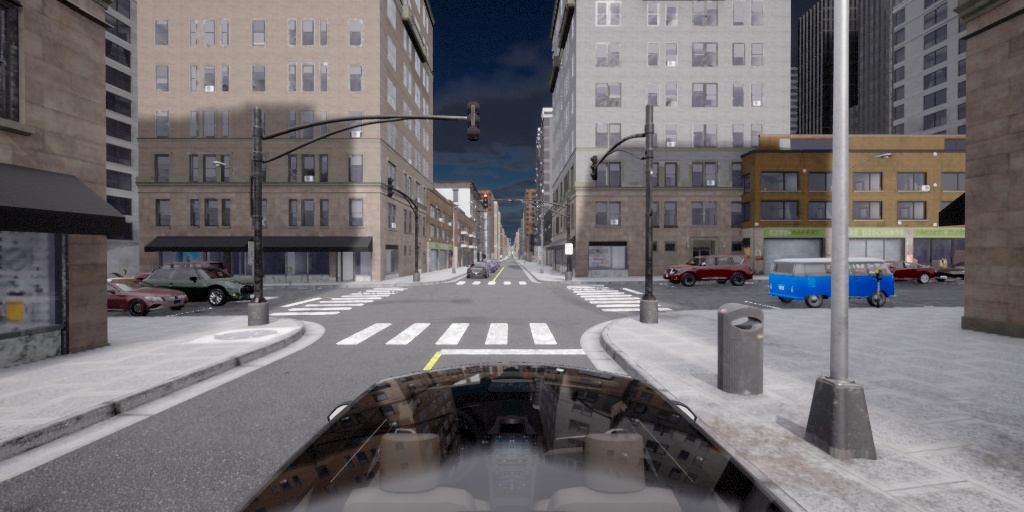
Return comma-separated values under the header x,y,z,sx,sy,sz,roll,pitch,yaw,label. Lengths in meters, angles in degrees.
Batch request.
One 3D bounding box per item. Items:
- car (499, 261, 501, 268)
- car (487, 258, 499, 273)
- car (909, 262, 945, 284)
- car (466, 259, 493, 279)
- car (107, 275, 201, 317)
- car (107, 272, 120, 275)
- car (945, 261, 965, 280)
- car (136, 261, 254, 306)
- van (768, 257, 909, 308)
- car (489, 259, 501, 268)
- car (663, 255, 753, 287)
x,y,z,sx,sy,sz,roll,pitch,yaw,label
-3.056,1.282,53.607,1.837,1.490,4.892,0,0,0,car
-3.064,1.116,43.459,2.097,1.767,4.553,0,0,0,car
23.325,0.964,22.223,4.507,1.381,1.888,0,0,0,car
-3.075,1.259,33.300,1.837,1.490,4.892,0,0,0,car
-14.811,1.527,13.625,4.207,1.307,1.802,0,0,0,car
-26.008,1.551,22.129,4.829,1.417,1.751,0,0,0,car
28.935,0.916,22.234,4.313,1.339,1.948,0,0,0,car
-14.001,1.269,16.267,4.553,1.767,2.097,-1,0,0,car
12.125,0.957,13.676,3.998,1.789,1.690,0,0,0,van
-3.007,1.299,63.934,1.837,1.490,4.892,0,0,0,car
12.108,0.872,22.201,5.009,1.841,2.192,0,0,0,car
